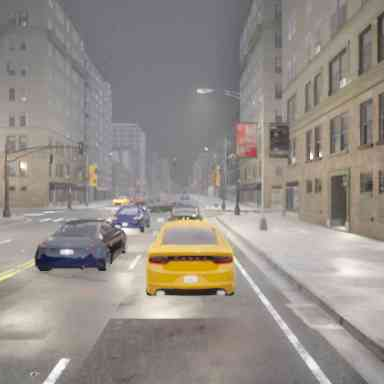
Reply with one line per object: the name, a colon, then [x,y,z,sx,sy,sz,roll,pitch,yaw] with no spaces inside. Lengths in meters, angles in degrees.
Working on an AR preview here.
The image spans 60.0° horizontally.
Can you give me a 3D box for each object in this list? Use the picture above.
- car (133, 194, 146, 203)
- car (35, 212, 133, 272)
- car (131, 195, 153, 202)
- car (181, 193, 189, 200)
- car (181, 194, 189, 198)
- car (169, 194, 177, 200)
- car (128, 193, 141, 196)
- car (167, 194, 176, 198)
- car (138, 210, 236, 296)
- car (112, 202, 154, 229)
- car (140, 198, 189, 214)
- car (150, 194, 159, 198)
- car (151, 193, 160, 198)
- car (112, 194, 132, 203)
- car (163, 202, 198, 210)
car: [-11.264,1.337,71.548,2.097,1.767,4.553,0,0,-1]
car: [-3.361,1.559,10.820,1.994,1.385,4.181,0,0,-1]
car: [-7.666,1.590,51.192,1.895,1.301,4.718,0,0,-1]
car: [-1.925,1.195,90.730,2.097,1.767,4.553,0,0,-1]
car: [-1.709,1.329,80.729,2.097,1.767,4.553,0,0,-1]
car: [-5.175,1.379,90.690,2.033,1.411,5.357,0,0,-1]
car: [-11.103,1.208,61.441,2.150,2.045,5.566,0,0,-1]
car: [-4.958,1.329,80.659,2.097,1.767,4.553,0,0,-1]
car: [-0.059,1.474,8.689,1.882,1.535,5.008,0,0,-1]
car: [-3.544,1.519,19.567,1.812,1.442,4.674,0,0,-1]
car: [-2.454,1.590,33.929,4.718,1.301,1.895,0,0,-32]
car: [-7.844,1.534,61.069,2.033,1.411,5.357,0,0,-1]
car: [-8.017,1.207,71.706,2.150,2.045,5.566,0,0,-1]
car: [-10.920,1.467,51.229,1.882,1.535,5.008,0,0,-1]
car: [-0.363,1.498,18.170,1.837,1.490,4.892,0,0,-1]
